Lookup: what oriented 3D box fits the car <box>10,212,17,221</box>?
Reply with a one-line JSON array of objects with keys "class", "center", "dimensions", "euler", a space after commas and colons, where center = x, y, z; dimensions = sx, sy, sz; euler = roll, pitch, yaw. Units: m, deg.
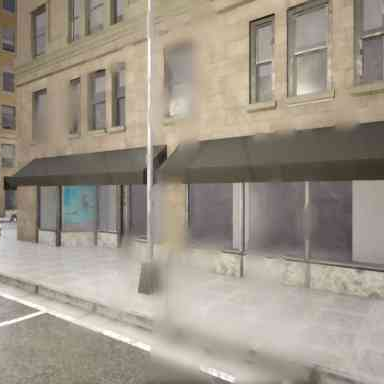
[{"class": "car", "center": [-11.204, 1.636, 26.125], "dimensions": [2.033, 1.411, 5.357], "euler": [0, 0, 36]}]
